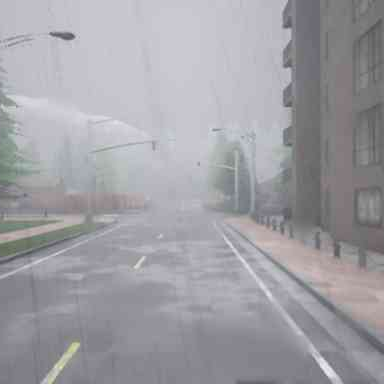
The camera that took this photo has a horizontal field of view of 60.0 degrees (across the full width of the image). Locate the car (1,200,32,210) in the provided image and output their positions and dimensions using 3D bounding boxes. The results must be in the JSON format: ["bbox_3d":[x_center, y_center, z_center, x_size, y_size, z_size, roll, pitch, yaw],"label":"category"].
[{"bbox_3d":[-24.999,1.695,48.111,1.932,1.855,4.605,0,-1,-1],"label":"car"}]
